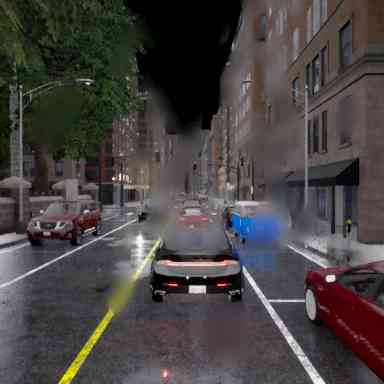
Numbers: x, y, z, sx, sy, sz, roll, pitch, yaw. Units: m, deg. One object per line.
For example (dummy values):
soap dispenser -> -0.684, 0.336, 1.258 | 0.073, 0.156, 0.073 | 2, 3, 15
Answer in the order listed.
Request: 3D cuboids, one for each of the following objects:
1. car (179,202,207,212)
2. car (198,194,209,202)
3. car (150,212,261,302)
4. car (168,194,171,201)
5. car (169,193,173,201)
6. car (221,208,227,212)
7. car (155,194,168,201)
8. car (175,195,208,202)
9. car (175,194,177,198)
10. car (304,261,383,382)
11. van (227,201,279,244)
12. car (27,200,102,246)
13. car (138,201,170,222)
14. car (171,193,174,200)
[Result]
car -> 0.098, 1.519, 18.507 | 1.812, 1.442, 4.674 | 0, 0, 0
car -> 2.833, 1.387, 75.594 | 1.967, 1.590, 4.097 | 0, 0, 0
car -> 0.098, 1.490, 8.245 | 2.128, 1.511, 4.902 | 0, 0, 0
car -> -5.688, 1.502, 64.653 | 2.008, 1.369, 4.403 | 0, 0, 0
car -> -5.690, 1.493, 70.105 | 1.887, 1.381, 4.507 | 0, 0, 0
car -> 2.850, 1.557, 21.217 | 1.947, 1.339, 4.313 | 0, 0, 0
car -> -5.687, 1.480, 59.033 | 1.752, 1.417, 4.829 | 0, 0, 0
car -> 0.040, 1.338, 27.465 | 2.097, 1.767, 4.553 | 0, 0, 2
car -> -5.695, 1.496, 86.457 | 2.008, 1.369, 4.403 | 0, 0, 0
car -> 2.854, 1.544, 4.236 | 1.887, 1.381, 4.507 | 0, 0, 0
van -> 2.851, 1.336, 15.557 | 1.690, 1.788, 3.998 | 0, 0, 0
car -> -5.674, 1.310, 15.514 | 2.192, 1.841, 5.009 | 0, 0, 0
car -> -3.008, 1.631, 25.983 | 1.895, 1.301, 4.718 | 0, 0, 0
car -> -5.692, 1.491, 75.555 | 1.887, 1.381, 4.507 | 0, 0, 0
